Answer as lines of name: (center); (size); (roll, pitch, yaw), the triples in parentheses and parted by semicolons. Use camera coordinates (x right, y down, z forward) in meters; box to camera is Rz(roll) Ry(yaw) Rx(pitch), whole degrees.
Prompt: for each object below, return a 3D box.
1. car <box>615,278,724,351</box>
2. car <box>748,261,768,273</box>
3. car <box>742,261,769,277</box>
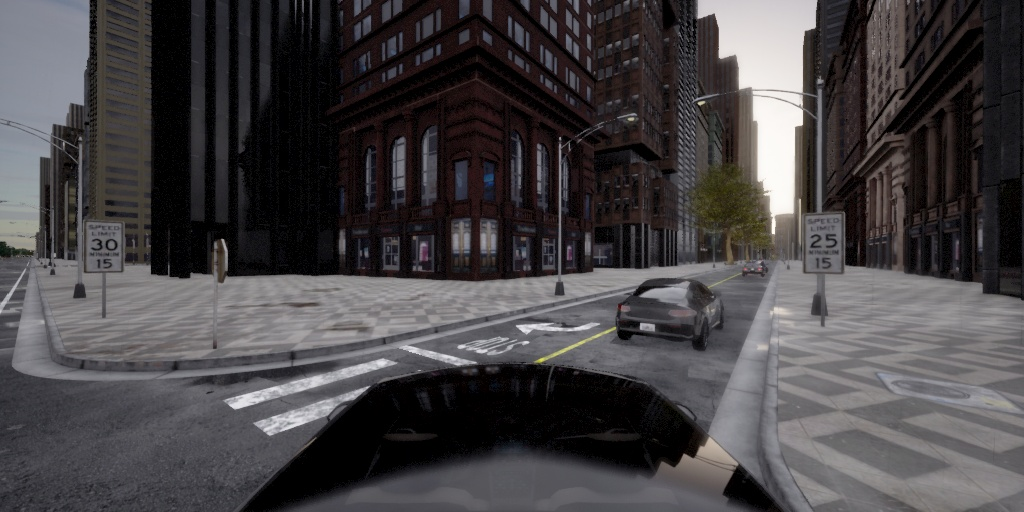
car: (4.126, 1.280, 9.120); (1.812, 1.442, 4.674); (0, 0, 37)
car: (30.764, 1.328, 44.752); (1.812, 1.442, 4.674); (0, 0, 37)
car: (24.535, 1.328, 36.332); (2.033, 1.411, 5.357); (0, 0, 37)
